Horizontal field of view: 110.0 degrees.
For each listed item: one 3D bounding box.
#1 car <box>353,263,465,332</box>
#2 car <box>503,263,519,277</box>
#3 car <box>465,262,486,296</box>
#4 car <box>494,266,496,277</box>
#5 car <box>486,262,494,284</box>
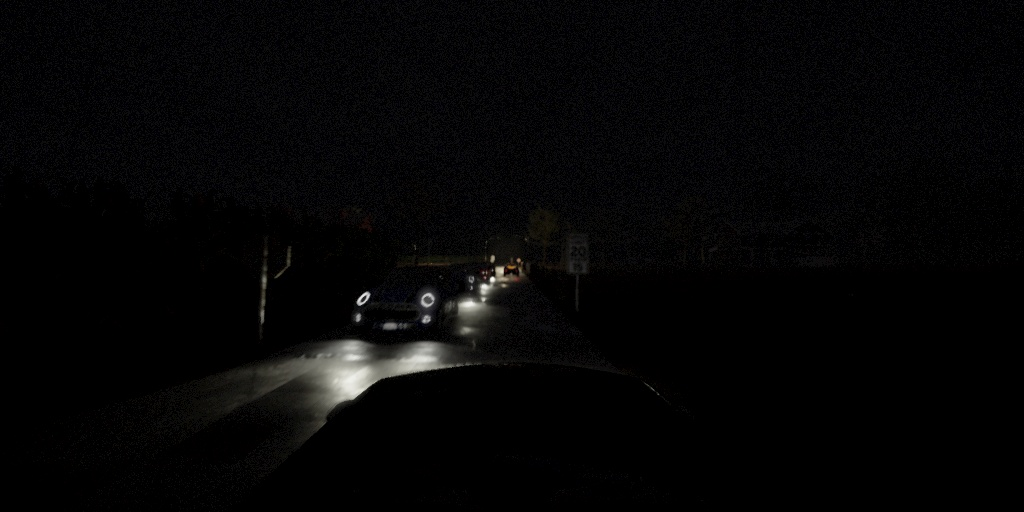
[{"bbox_3d":[-2.844,1.079,10.638,2.097,1.767,4.553,1,-1,0],"label":"car"},{"bbox_3d":[-0.098,1.757,42.556,1.895,1.301,4.718,1,-1,0],"label":"car"},{"bbox_3d":[-2.863,1.190,20.216,2.097,1.767,4.553,1,-1,0],"label":"car"},{"bbox_3d":[-2.858,1.424,39.922,2.097,1.767,4.553,1,-1,0],"label":"car"},{"bbox_3d":[-2.883,1.304,29.897,2.097,1.767,4.553,1,-1,0],"label":"car"}]
